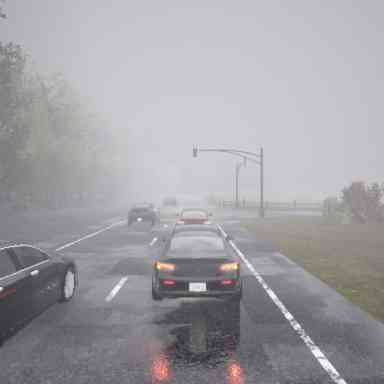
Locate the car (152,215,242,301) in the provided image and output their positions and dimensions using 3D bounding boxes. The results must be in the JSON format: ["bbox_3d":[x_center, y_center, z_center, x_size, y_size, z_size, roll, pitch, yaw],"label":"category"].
[{"bbox_3d":[0.102,1.528,8.221,1.812,1.442,4.674,0,0,0],"label":"car"}]

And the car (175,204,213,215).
[{"bbox_3d":[0.106,1.530,17.095,1.812,1.442,4.674,0,0,0],"label":"car"}]

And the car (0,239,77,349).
[{"bbox_3d":[-3.399,1.508,5.291,1.837,1.490,4.892,0,1,0],"label":"car"}]

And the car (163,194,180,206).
[{"bbox_3d":[-3.394,1.357,53.408,2.097,1.767,4.553,0,0,0],"label":"car"}]

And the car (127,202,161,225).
[{"bbox_3d":[-3.397,1.511,23.959,1.837,1.490,4.892,0,0,0],"label":"car"}]
